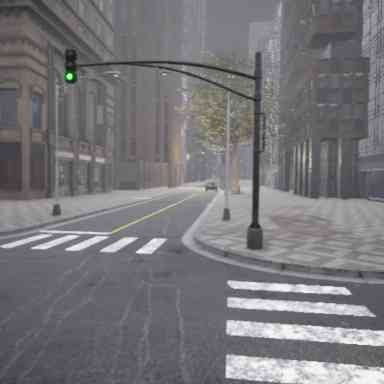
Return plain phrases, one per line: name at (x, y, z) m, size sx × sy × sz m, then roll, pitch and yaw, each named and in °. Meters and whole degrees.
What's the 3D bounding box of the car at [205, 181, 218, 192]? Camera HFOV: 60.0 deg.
car at (3.544, -1.028, 59.146) m, size 2.097 × 1.767 × 4.553 m, roll 1°, pitch 3°, yaw 7°
